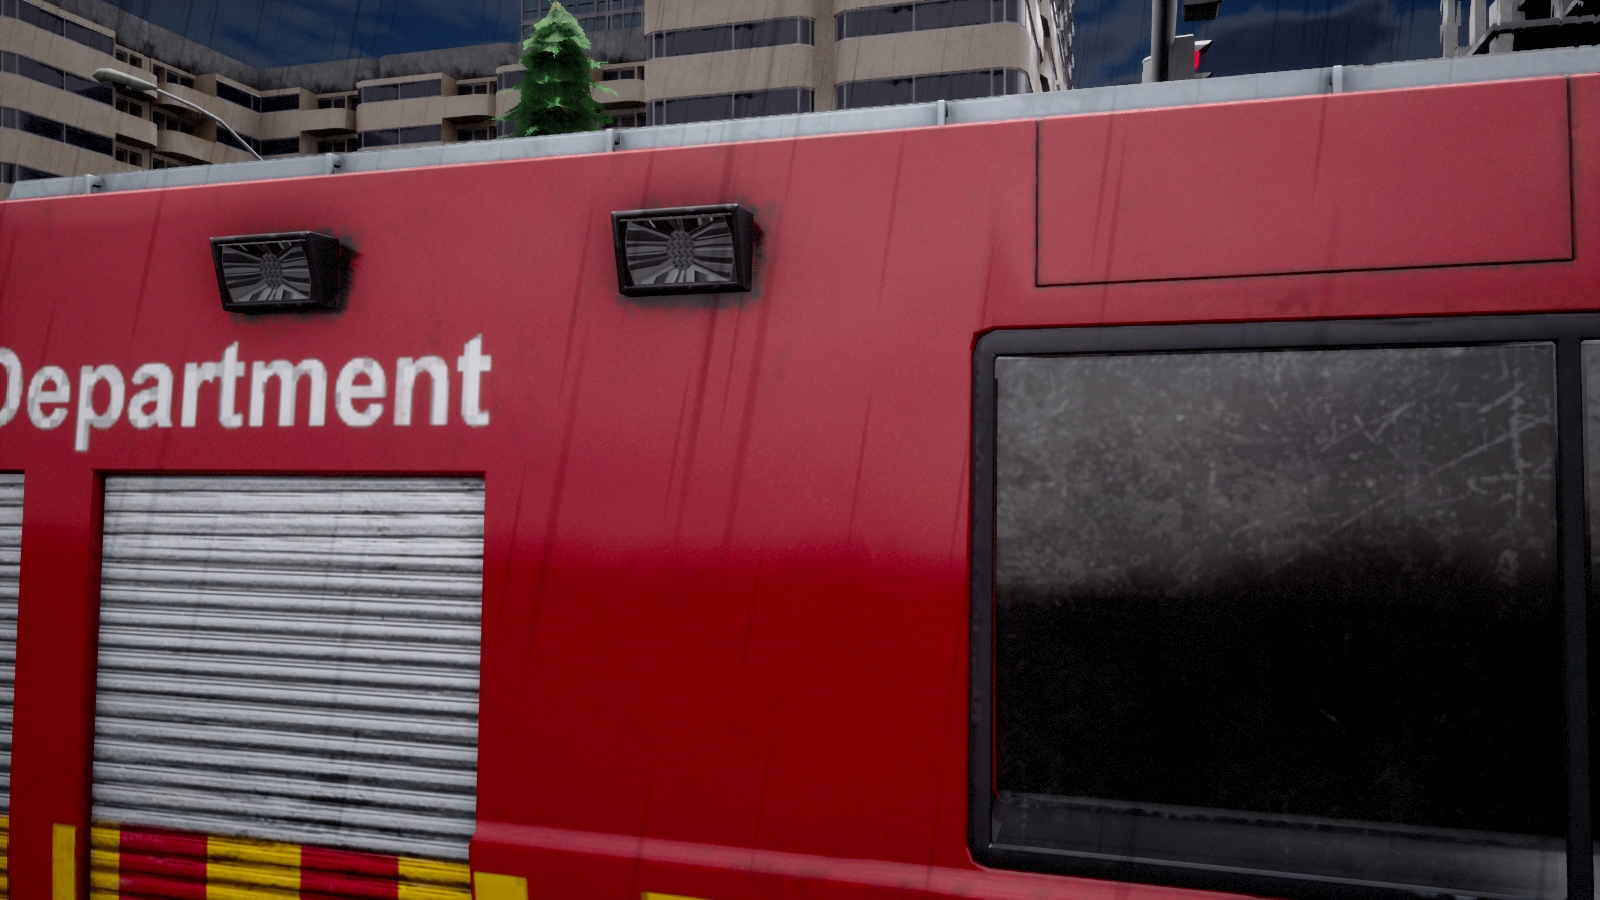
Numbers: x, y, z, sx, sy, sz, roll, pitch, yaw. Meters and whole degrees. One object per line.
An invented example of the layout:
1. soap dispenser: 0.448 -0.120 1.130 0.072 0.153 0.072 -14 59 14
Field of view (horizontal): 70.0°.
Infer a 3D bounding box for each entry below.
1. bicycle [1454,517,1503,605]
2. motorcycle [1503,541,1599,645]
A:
1. bicycle: 12.788 2.060 21.569 0.329 1.471 1.835 0 0 16
2. motorcycle: 11.678 2.155 17.664 0.764 1.307 2.356 0 0 16
